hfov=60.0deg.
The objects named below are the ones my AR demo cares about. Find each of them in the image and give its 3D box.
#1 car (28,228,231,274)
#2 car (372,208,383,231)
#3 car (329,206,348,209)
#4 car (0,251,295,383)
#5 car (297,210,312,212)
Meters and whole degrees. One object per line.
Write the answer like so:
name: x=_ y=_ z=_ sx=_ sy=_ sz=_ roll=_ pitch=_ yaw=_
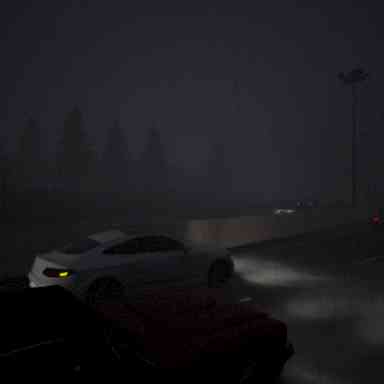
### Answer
car: x=-1.116 y=1.546 z=7.546 sx=4.674 sy=1.442 sz=1.812 roll=0 pitch=0 yaw=-38
car: x=12.454 y=1.591 z=20.188 sx=2.033 sy=1.411 sz=5.357 roll=0 pitch=0 yaw=41
car: x=15.998 y=1.630 z=36.715 sx=2.033 sy=1.411 sz=5.357 roll=0 pitch=0 yaw=33
car: x=-1.211 y=1.610 z=3.035 sx=4.718 sy=1.301 sz=1.895 roll=0 pitch=0 yaw=-36
car: x=14.014 y=1.445 z=40.211 sx=2.097 sy=1.767 sz=4.553 roll=0 pitch=0 yaw=31
